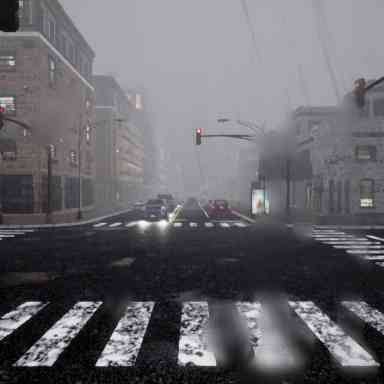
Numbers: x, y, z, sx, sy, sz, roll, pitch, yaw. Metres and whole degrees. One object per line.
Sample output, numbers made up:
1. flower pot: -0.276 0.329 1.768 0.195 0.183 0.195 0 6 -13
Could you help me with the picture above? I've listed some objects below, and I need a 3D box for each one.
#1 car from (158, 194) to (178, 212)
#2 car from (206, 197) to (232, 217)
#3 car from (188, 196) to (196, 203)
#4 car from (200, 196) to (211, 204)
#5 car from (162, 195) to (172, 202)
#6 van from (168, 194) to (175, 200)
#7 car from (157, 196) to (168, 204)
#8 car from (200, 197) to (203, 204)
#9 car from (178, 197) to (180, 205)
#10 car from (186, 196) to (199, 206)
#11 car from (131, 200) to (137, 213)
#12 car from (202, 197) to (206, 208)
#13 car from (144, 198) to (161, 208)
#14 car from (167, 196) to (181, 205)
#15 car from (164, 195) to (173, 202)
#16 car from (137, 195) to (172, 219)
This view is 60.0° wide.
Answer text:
1. car: -3.150 1.233 38.506 2.150 2.045 5.566 0 0 0
2. car: 2.639 1.446 31.801 1.967 1.590 4.097 0 0 0
3. car: -0.020 1.572 70.761 1.812 1.442 4.674 0 0 0
4. car: 2.592 1.591 65.981 2.008 1.369 4.403 -1 0 0
5. car: -5.807 1.497 77.349 1.967 1.590 4.097 0 0 0
6. van: -5.832 1.430 94.440 1.690 1.788 3.998 -1 0 0
7. car: -5.789 1.565 65.787 1.752 1.417 4.829 0 0 0
8. car: 2.616 1.571 48.892 2.008 1.369 4.403 0 0 0
9. car: -3.157 1.584 48.465 1.994 1.385 4.181 0 0 0
10. car: 0.022 1.532 55.420 1.837 1.490 4.892 0 0 0
11. car: -5.748 1.561 37.473 2.008 1.369 4.403 0 0 0
12. car: 2.624 1.597 43.194 1.802 1.307 4.206 0 0 0
13. car: -5.764 1.571 48.867 2.008 1.369 4.403 0 0 0
14. car: -3.136 1.522 59.226 2.128 1.511 4.902 0 0 0
15. car: -5.813 1.592 82.876 1.752 1.417 4.829 -1 0 0
16. car: -3.139 1.356 28.928 2.097 1.767 4.553 0 0 0
